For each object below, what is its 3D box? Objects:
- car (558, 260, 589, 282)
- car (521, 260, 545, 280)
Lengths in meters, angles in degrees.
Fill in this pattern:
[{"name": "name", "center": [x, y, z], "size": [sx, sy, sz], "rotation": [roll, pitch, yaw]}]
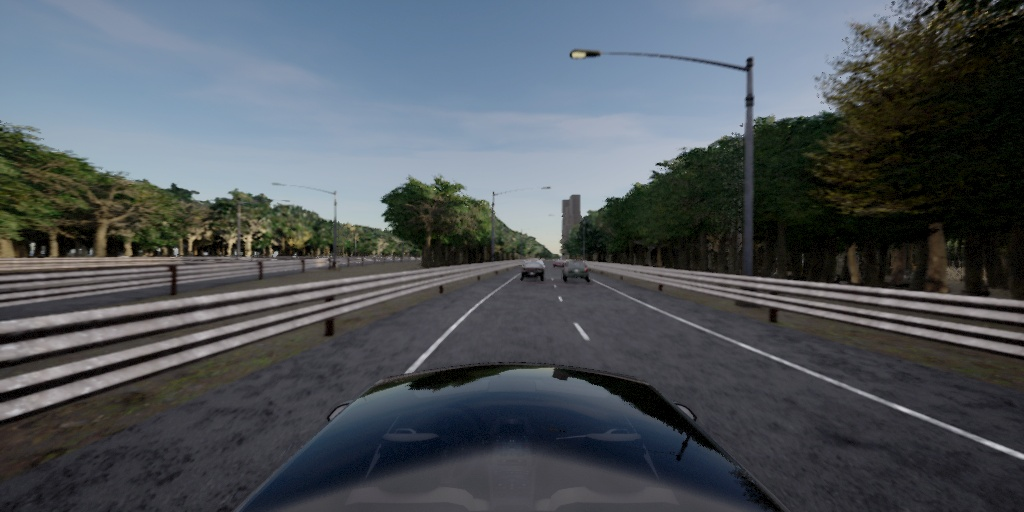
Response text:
[{"name": "car", "center": [5.250, 1.166, 30.240], "size": [2.097, 1.767, 4.553], "rotation": [1, 0, 5]}, {"name": "car", "center": [1.851, 1.259, 31.421], "size": [1.882, 1.535, 5.008], "rotation": [1, 0, 5]}]
